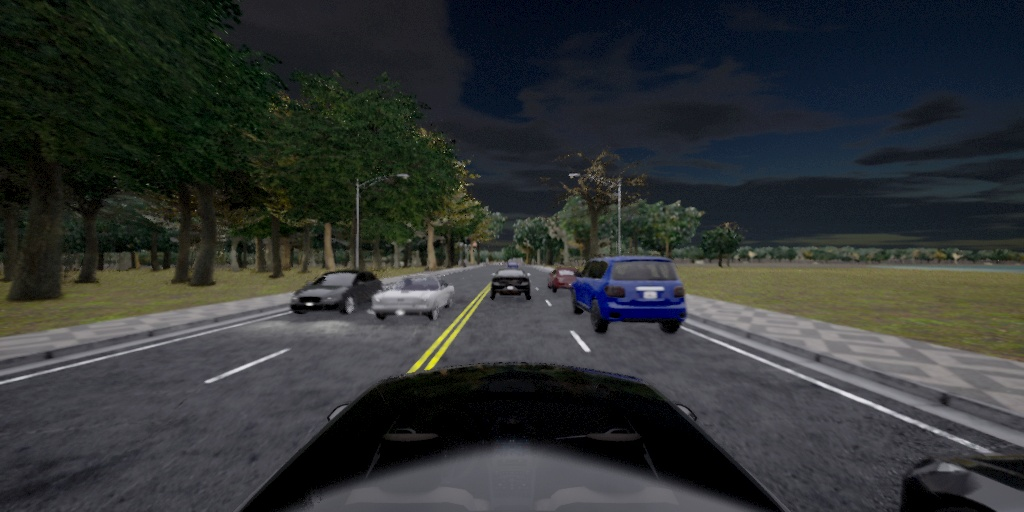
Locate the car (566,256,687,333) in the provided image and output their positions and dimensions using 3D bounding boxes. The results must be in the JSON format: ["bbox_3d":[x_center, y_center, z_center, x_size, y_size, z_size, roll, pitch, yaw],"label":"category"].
[{"bbox_3d":[3.248,1.029,11.104,2.150,2.045,5.566,0,0,0],"label":"car"}]

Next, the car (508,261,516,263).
[{"bbox_3d":[0.092,1.700,57.003,1.882,1.535,5.008,0,-1,0],"label":"car"}]

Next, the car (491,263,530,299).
[{"bbox_3d":[-0.062,1.339,19.021,1.882,1.535,5.008,0,0,0],"label":"car"}]

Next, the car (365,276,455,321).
[{"bbox_3d":[-3.352,1.420,12.998,1.895,1.301,4.718,0,0,0],"label":"car"}]

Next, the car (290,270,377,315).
[{"bbox_3d":[-6.602,1.331,14.114,1.837,1.490,4.892,0,0,0],"label":"car"}]

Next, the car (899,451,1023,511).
[{"bbox_3d":[3.250,1.245,0.102,2.163,1.488,4.792,0,0,0],"label":"car"}]

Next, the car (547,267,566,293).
[{"bbox_3d":[3.247,1.411,22.073,1.812,1.442,4.674,0,0,0],"label":"car"}]
